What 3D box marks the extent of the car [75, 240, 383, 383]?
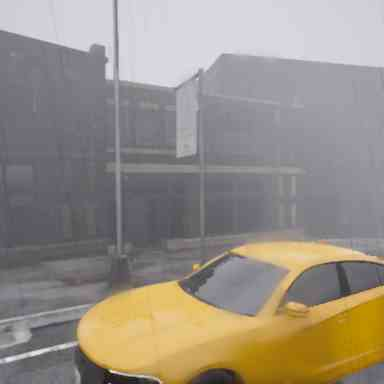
[{"bbox_3d":[1.121,1.447,4.318,5.008,1.535,1.882,0,0,-29],"label":"car"}]
